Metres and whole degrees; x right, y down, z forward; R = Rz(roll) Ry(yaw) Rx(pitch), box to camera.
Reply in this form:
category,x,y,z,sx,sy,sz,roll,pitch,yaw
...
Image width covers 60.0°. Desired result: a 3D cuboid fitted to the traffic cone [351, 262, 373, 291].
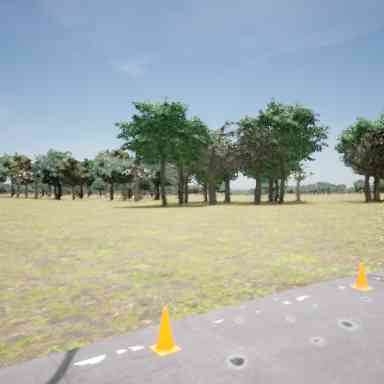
category,x,y,z,sx,sy,sz,roll,pitch,yaw
traffic cone,3.901,1.914,7.627,0.340,0.580,0.340,0,0,-32

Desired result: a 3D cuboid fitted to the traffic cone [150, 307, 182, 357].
category,x,y,z,sx,sy,sz,roll,pitch,yaw
traffic cone,-0.376,1.942,4.737,0.340,0.580,0.340,0,0,-35
